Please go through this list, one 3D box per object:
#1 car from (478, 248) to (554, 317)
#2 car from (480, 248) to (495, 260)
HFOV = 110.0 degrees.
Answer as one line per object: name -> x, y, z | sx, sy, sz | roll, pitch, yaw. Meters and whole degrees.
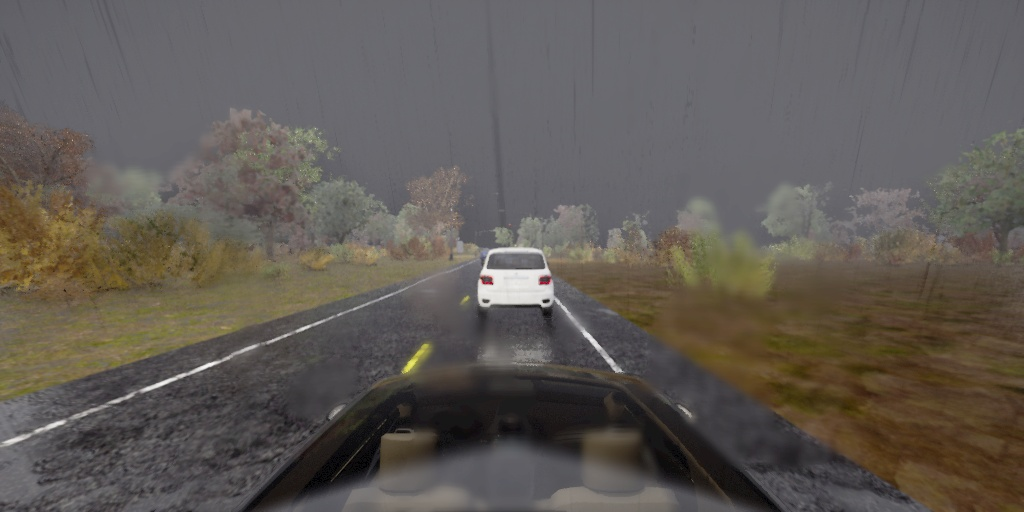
car -> 0.106, 0.734, 12.113 | 2.150, 2.045, 5.566 | 0, 2, 0
car -> -4.044, -0.362, 59.893 | 2.150, 2.045, 5.566 | 0, 1, -1
